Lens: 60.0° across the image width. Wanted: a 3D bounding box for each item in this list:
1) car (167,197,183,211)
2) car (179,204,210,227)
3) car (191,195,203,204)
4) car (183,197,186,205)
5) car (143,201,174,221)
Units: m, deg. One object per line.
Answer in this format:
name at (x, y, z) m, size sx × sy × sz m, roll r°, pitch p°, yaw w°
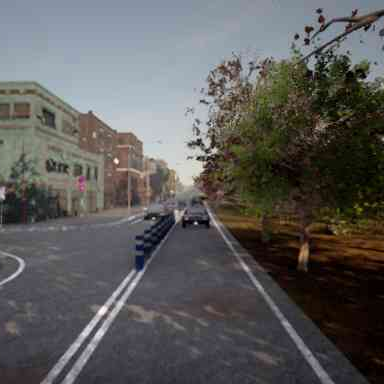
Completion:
car at (-2.720, 1.658, 45.496) m, size 2.097 × 1.767 × 4.553 m, roll 0°, pitch 0°, yaw 2°
car at (0.294, 1.800, 24.340) m, size 1.895 × 1.301 × 4.718 m, roll 0°, pitch 0°, yaw 1°
car at (1.037, 1.582, 62.047) m, size 2.150 × 2.045 × 5.566 m, roll 0°, pitch -1°, yaw 1°
car at (-2.231, 1.724, 62.279) m, size 2.097 × 1.767 × 4.553 m, roll 0°, pitch 0°, yaw 2°
car at (-3.085, 1.780, 30.005) m, size 2.033 × 1.411 × 5.357 m, roll 0°, pitch 0°, yaw 2°
